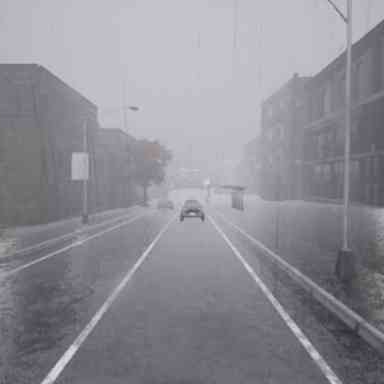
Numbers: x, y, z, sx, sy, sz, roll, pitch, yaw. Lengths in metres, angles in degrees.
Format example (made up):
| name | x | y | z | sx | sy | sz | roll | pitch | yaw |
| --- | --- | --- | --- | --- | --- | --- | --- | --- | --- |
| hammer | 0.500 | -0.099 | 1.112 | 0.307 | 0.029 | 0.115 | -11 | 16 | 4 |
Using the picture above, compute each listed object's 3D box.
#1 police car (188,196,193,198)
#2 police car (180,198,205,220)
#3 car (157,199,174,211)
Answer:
| name | x | y | z | sx | sy | sz | roll | pitch | yaw |
| --- | --- | --- | --- | --- | --- | --- | --- | --- | --- |
| police car | -0.065 | 1.482 | 49.168 | 1.930 | 1.638 | 5.238 | 0 | 0 | 0 |
| police car | 0.042 | 1.542 | 28.210 | 2.038 | 1.542 | 4.974 | 0 | 0 | 0 |
| car | -3.316 | 1.633 | 42.716 | 1.994 | 1.385 | 4.181 | 0 | 0 | 0 |
